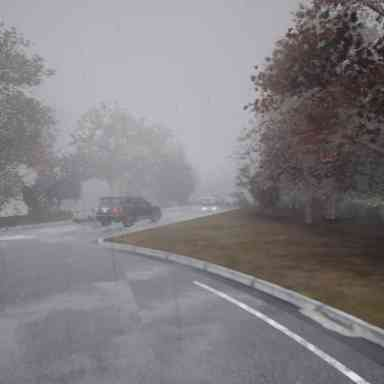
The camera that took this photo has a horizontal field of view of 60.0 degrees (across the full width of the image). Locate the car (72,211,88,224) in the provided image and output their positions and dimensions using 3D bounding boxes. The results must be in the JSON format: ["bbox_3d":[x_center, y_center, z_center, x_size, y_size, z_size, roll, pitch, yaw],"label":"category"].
[{"bbox_3d":[-7.024,1.695,25.770,1.895,1.301,4.718,-1,0,21],"label":"car"}]

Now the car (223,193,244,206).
[{"bbox_3d":[6.966,1.043,51.586,2.150,2.045,5.566,-1,0,22],"label":"car"}]

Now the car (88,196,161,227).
[{"bbox_3d":[-4.321,1.271,23.308,2.150,2.045,5.566,-1,0,25],"label":"car"}]

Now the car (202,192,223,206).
[{"bbox_3d":[3.379,1.105,52.271,2.150,2.045,5.566,-1,0,22],"label":"car"}]
